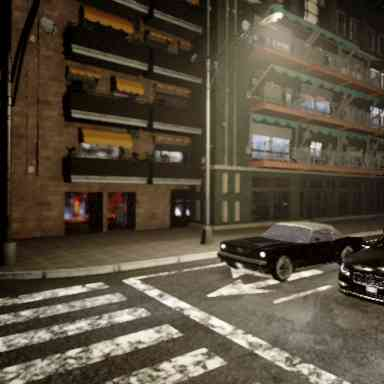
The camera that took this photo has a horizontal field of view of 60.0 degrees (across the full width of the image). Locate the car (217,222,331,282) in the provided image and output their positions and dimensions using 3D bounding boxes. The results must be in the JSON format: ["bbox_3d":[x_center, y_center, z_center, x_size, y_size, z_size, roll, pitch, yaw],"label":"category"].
[{"bbox_3d":[3.032,1.594,9.845,4.718,1.301,1.895,0,0,-35],"label":"car"}]

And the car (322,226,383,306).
[{"bbox_3d":[5.208,1.517,7.398,4.892,1.490,1.837,0,0,-36],"label":"car"}]
